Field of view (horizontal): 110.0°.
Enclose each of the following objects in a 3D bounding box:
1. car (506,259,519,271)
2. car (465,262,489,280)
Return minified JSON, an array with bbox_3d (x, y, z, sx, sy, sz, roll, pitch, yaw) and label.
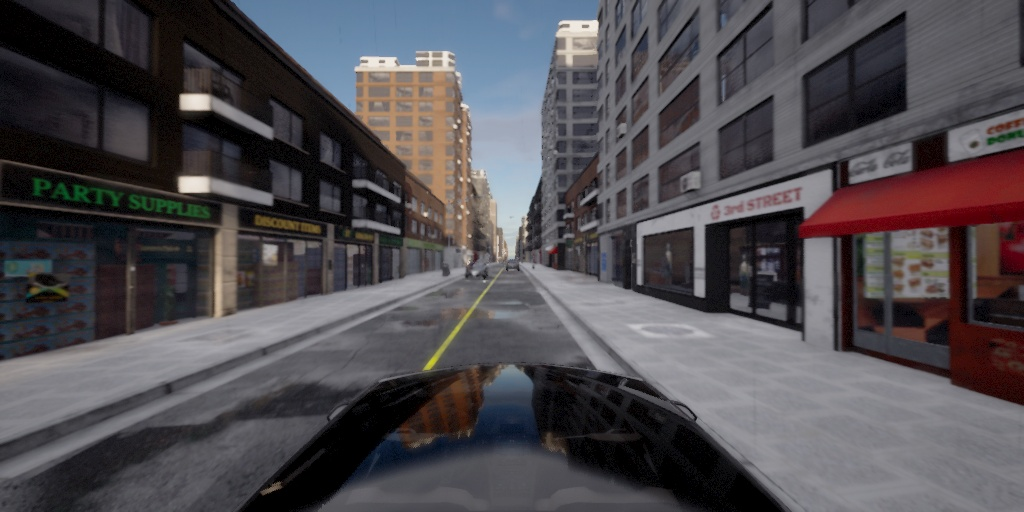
[{"bbox_3d":[0.104,1.300,51.330,2.128,1.511,4.902,0,0,0],"label":"car"},{"bbox_3d":[-3.089,1.265,32.140,2.128,1.511,4.902,0,0,0],"label":"car"}]
